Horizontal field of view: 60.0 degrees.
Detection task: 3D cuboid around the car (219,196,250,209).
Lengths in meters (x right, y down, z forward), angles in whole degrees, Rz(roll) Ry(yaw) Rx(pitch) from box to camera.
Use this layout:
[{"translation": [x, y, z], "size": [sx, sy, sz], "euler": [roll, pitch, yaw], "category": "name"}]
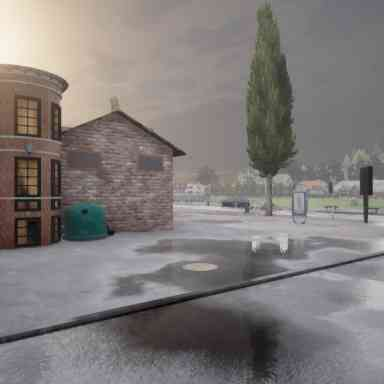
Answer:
[{"translation": [5.756, 1.352, 45.845], "size": [2.097, 1.767, 4.553], "euler": [0, 0, -36], "category": "car"}]
